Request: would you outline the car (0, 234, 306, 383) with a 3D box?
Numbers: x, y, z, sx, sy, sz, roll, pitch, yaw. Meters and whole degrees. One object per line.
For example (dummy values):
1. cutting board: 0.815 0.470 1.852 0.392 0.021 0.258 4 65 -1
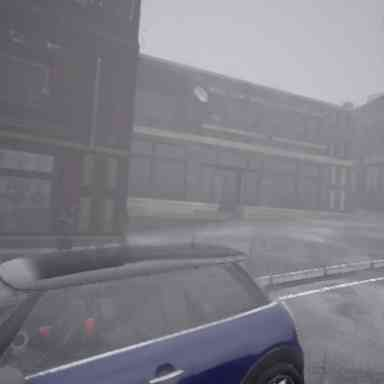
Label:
1. car: -1.169 1.342 2.847 4.553 1.767 2.097 0 0 -33
